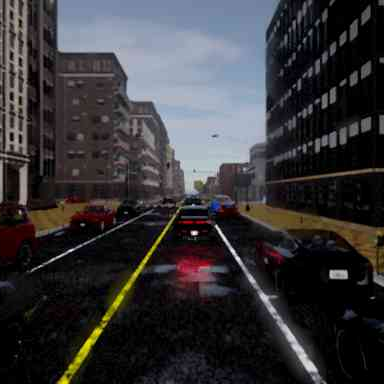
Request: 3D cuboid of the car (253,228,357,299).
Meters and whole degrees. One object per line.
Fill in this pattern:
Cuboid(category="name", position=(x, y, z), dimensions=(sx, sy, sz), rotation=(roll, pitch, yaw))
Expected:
Cuboid(category="car", position=(2.662, 1.524, 8.118), dimensions=(1.947, 1.339, 4.313), rotation=(0, 0, 0))

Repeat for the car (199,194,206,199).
Cuboid(category="car", position=(2.701, 1.217, 86.739), dimensions=(1.802, 1.307, 4.206), rotation=(0, 0, 0))

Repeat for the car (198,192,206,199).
Cuboid(category="car", position=(2.703, 0.933, 92.277), dimensions=(2.192, 1.841, 5.009), rotation=(0, 0, 0))

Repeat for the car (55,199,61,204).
Cuboid(category="car", position=(-22.953, 1.218, 51.674), dimensions=(4.829, 1.417, 1.752), rotation=(0, 0, 0))

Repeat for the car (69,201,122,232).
Cuboid(category="car", position=(-5.685, 1.448, 19.523), dimensions=(1.887, 1.381, 4.507), rotation=(0, 0, 0))

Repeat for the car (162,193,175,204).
Cuboid(category="car", position=(-2.995, 1.105, 44.298), dimensions=(1.895, 1.301, 4.718), rotation=(0, 0, 0))

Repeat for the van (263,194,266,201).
Cuboid(category="van", position=(14.906, 1.137, 60.143), dimensions=(3.998, 1.788, 1.690), rotation=(0, 0, 0))

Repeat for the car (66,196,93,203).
Cuboid(category="car", position=(-17.460, 1.285, 51.687), dimensions=(4.206, 1.307, 1.802), rotation=(0, 0, 0))

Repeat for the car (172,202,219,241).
Cuboid(category="car", position=(0.102, 1.424, 16.103), dimensions=(1.837, 1.490, 4.892), rotation=(0, 0, 0))

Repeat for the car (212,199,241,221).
Cuboid(category="car", position=(2.663, 1.459, 25.185), dimensions=(1.802, 1.307, 4.206), rotation=(0, 0, 0))

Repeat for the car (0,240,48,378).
Cuboid(category="car", position=(-3.098, 1.532, 2.727), dimensions=(2.033, 1.411, 5.357), rotation=(0, 0, 0))

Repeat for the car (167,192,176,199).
Cuboid(category="car", position=(-5.678, 0.933, 92.277), dimensions=(2.192, 1.841, 5.009), rotation=(0, 0, 0))

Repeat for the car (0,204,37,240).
Cuboid(category="car", position=(-5.684, 1.273, 8.143), dimensions=(2.192, 1.841, 5.009), rotation=(0, 0, 0))

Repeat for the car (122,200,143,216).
Cuboid(category="car", position=(-5.683, 1.417, 30.900), dimensions=(1.947, 1.339, 4.313), rotation=(0, 0, 0))

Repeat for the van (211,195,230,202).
Cuboid(category="van", position=(2.665, 1.192, 30.873), dimensions=(1.690, 1.788, 3.998), rotation=(0, 0, 0))

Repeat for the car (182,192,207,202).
Cuboid(category="car", position=(0.102, 1.198, 31.971), dimensions=(2.097, 1.767, 4.553), rotation=(0, 0, 0))

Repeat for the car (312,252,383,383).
Cuboid(category="car", position=(2.662, 1.552, 2.428), dimensions=(1.947, 1.339, 4.313), rotation=(0, 0, 0))
